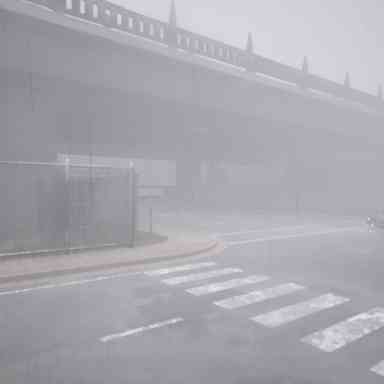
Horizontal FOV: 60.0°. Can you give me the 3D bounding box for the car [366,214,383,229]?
[{"bbox_3d":[13.201,1.542,19.259,5.357,1.411,2.033,0,0,5],"label":"car"}]
